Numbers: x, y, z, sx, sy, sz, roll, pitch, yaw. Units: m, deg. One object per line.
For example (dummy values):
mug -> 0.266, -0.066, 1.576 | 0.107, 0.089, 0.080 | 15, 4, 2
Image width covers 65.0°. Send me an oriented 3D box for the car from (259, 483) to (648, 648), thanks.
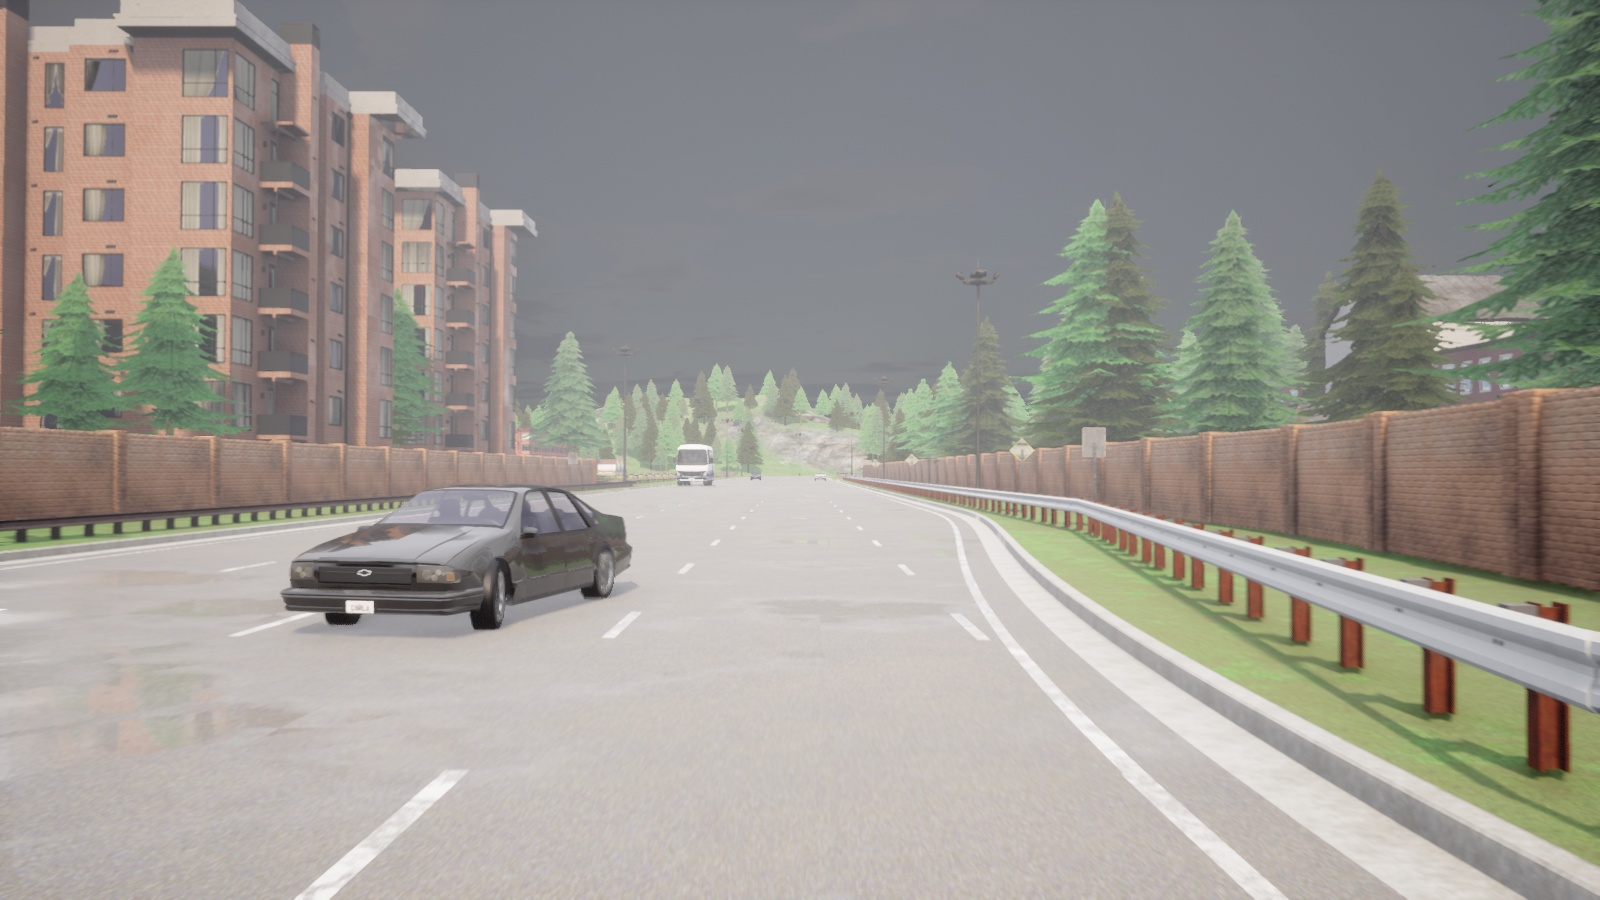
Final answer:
car -> -3.501, 1.112, 14.065 | 2.033, 1.411, 5.357 | -1, -1, 11
